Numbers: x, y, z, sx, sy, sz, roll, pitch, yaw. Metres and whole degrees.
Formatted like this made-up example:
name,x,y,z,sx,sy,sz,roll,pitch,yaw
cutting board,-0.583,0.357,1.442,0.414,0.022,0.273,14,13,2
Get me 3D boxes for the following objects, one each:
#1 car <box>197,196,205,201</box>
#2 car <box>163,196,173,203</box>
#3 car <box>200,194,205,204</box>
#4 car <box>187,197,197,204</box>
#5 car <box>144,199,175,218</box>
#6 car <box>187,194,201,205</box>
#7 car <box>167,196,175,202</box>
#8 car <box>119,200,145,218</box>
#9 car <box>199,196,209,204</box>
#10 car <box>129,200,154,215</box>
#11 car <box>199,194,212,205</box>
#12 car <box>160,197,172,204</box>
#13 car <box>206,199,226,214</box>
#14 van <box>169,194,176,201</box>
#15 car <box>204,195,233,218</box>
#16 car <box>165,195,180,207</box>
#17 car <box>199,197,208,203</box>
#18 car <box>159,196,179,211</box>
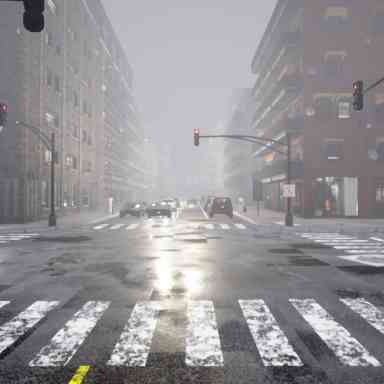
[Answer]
name,x,y,z,sx,sy,sz,roll,pitch,yaw
car,2.484,1.816,91.364,1.947,1.339,4.313,1,0,0
car,-5.378,1.673,74.461,1.752,1.417,4.829,1,0,0
car,2.542,1.337,41.315,2.192,1.841,5.009,1,0,0
car,-0.008,1.687,70.385,1.994,1.385,4.181,0,0,0
car,-2.873,1.576,30.371,1.994,1.385,4.181,0,0,0
car,0.039,1.567,60.150,2.128,1.511,4.902,0,0,0
car,-5.390,1.767,85.759,2.008,1.369,4.403,1,0,0
car,-5.329,1.578,30.136,1.947,1.339,4.313,1,0,0
car,2.509,1.558,69.112,1.967,1.590,4.097,1,0,0
car,-5.335,1.582,35.697,1.947,1.339,4.313,1,0,0
car,2.517,1.404,63.549,2.192,1.841,5.009,1,0,0
car,-5.373,1.669,69.069,2.008,1.369,4.403,1,0,0
car,2.545,1.541,35.919,1.752,1.417,4.829,1,0,0
van,-5.393,1.591,91.325,1.690,1.788,3.998,1,0,0
car,2.555,1.327,30.190,2.192,1.841,5.009,1,0,0
car,-2.809,1.567,50.463,1.812,1.442,4.674,0,0,0
car,2.501,1.731,74.672,1.802,1.307,4.206,1,0,0
car,-2.867,1.546,40.261,1.812,1.442,4.674,0,0,0
